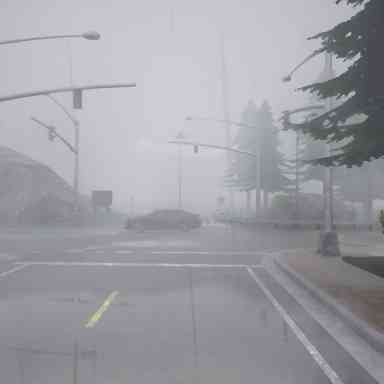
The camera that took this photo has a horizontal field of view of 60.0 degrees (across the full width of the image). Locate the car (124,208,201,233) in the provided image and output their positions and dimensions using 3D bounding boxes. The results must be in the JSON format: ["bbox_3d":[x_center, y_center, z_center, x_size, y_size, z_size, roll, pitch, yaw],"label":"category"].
[{"bbox_3d":[-1.864,1.798,21.293,4.892,1.490,1.837,0,-1,0],"label":"car"}]
